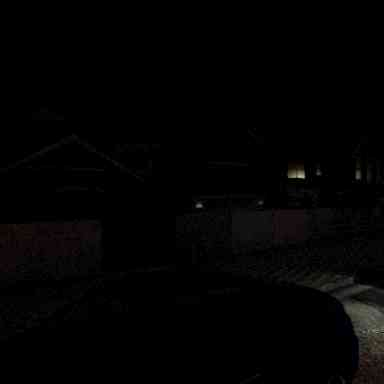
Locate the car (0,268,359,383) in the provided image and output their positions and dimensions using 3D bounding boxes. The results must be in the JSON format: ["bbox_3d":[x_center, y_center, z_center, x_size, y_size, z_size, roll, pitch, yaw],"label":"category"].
[{"bbox_3d":[-0.314,1.530,2.940,4.674,1.442,1.812,0,0,-36],"label":"car"}]
